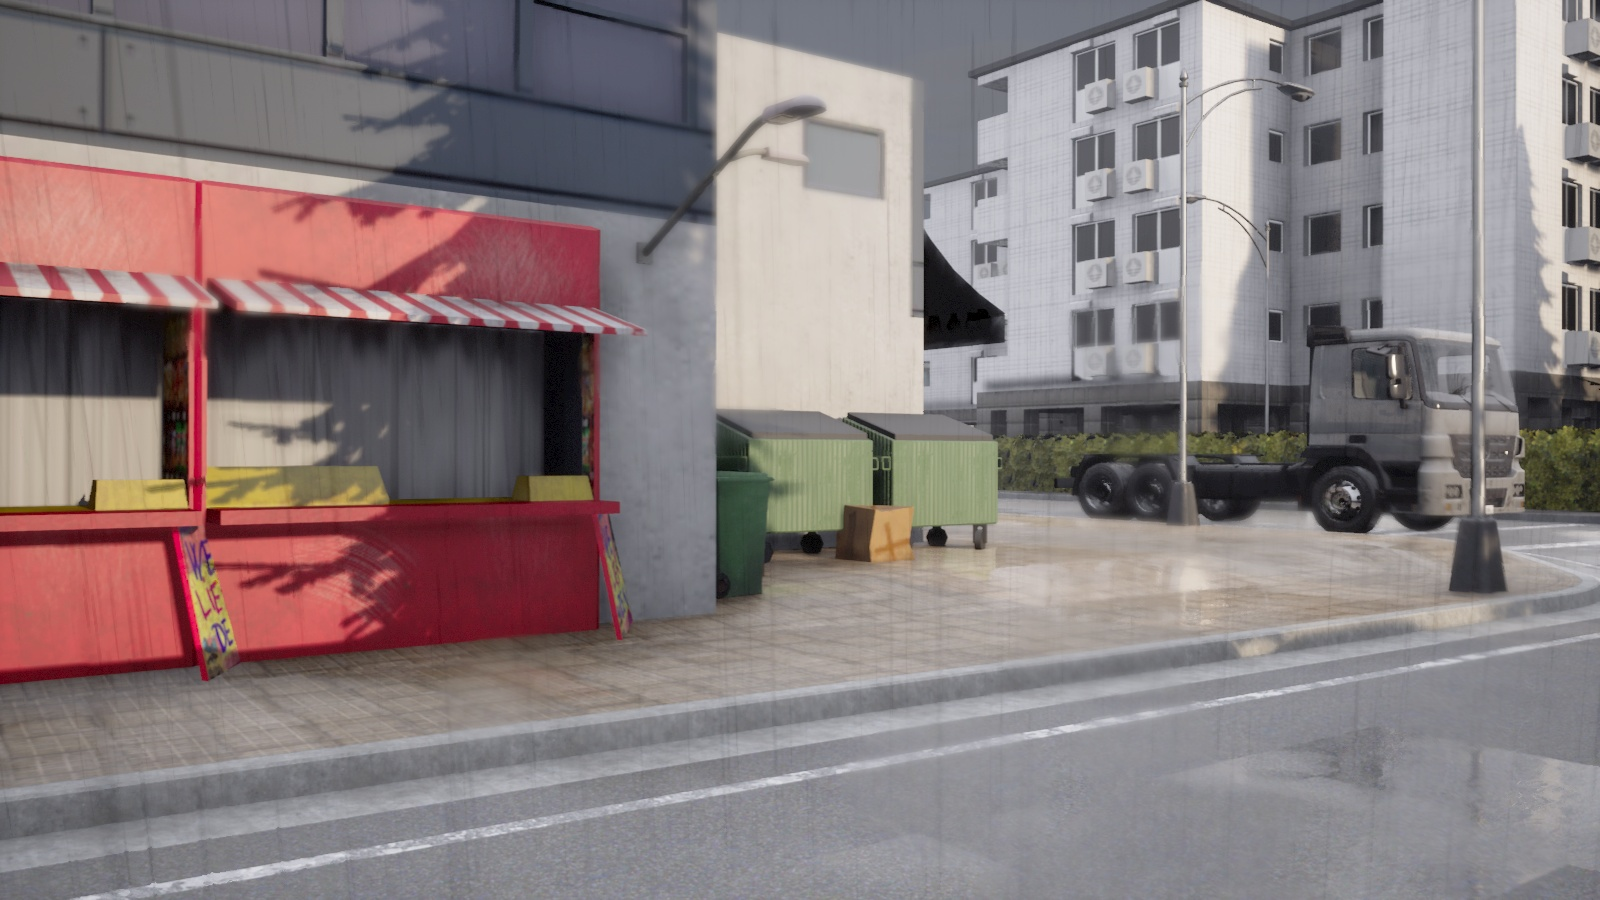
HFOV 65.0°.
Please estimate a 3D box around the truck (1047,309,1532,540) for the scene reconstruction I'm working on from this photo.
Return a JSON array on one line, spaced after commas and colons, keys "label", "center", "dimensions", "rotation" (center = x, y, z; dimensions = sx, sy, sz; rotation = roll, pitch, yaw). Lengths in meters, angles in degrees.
[{"label": "truck", "center": [8.470, -0.365, 22.895], "dimensions": [2.891, 3.462, 7.936], "rotation": [0, 0, -36]}]
